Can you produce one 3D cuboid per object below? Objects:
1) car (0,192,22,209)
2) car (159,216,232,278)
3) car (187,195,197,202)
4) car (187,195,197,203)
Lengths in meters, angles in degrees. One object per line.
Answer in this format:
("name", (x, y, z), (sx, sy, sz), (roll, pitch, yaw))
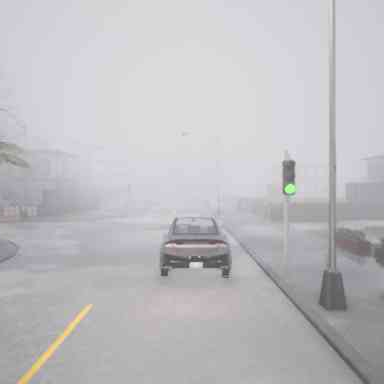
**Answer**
("car", (-19.749, 0.974, 34.491), (1.905, 1.878, 3.866), (0, 0, 35))
("car", (0.047, 1.488, 10.172), (2.128, 1.511, 4.902), (0, 0, -1))
("car", (0.021, 1.501, 76.808), (2.128, 1.511, 4.902), (0, 0, 0))
("car", (0.021, 1.470, 66.523), (2.128, 1.511, 4.902), (0, 0, 0))
